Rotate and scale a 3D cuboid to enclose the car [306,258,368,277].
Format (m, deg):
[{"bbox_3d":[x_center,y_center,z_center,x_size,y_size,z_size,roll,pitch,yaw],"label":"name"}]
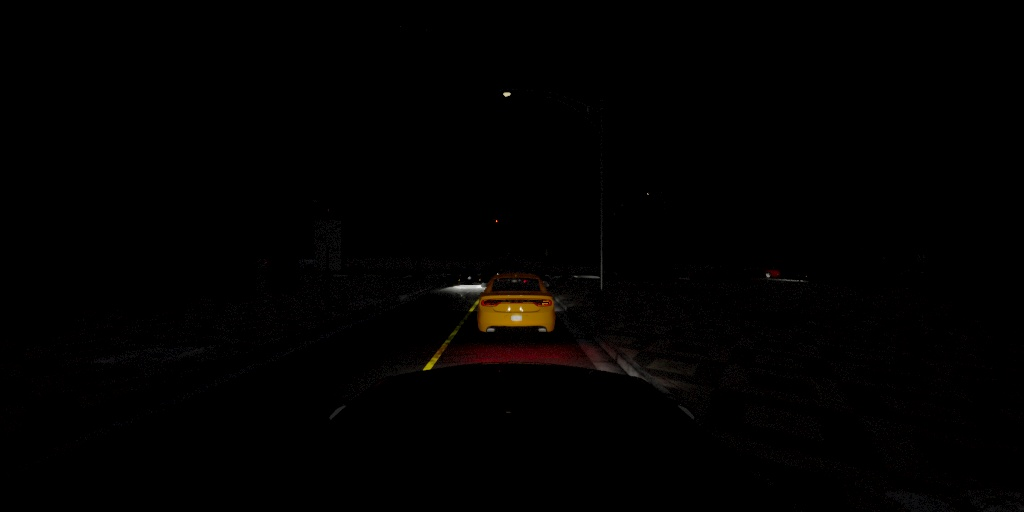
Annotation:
[{"bbox_3d":[-14.767,1.115,30.905,4.403,1.370,2.007,0,0,0],"label":"car"}]

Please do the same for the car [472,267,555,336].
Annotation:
[{"bbox_3d":[0.103,1.227,10.430,1.882,1.535,5.008,0,0,0],"label":"car"}]

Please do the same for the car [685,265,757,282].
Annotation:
[{"bbox_3d":[17.953,1.568,30.981,4.829,1.417,1.751,0,0,0],"label":"car"}]

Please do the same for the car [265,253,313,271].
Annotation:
[{"bbox_3d":[-20.042,0.714,33.663,5.566,2.045,2.150,0,0,0],"label":"car"}]

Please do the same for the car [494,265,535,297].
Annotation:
[{"bbox_3d":[0.110,1.296,20.257,2.033,1.411,5.357,0,0,0],"label":"car"}]

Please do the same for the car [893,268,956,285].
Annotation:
[{"bbox_3d":[34.714,1.861,30.970,4.507,1.381,1.888,0,0,0],"label":"car"}]

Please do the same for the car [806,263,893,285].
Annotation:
[{"bbox_3d":[29.070,1.538,30.974,5.009,1.841,2.192,0,0,0],"label":"car"}]

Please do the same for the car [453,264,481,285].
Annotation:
[{"bbox_3d":[-3.295,1.311,26.387,1.994,1.385,4.181,0,0,-12],"label":"car"}]

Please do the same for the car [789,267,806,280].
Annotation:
[{"bbox_3d":[31.882,1.770,36.821,4.892,1.490,1.837,1,0,0],"label":"car"}]

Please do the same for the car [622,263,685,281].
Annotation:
[{"bbox_3d":[12.141,1.522,30.985,4.313,1.339,1.948,0,0,0],"label":"car"}]

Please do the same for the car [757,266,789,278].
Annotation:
[{"bbox_3d":[29.083,1.763,39.499,4.507,1.381,1.888,0,0,0],"label":"car"}]

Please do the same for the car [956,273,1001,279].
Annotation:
[{"bbox_3d":[40.364,1.993,30.967,4.207,1.307,1.802,0,0,0],"label":"car"}]

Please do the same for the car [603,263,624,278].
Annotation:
[{"bbox_3d":[11.899,1.454,36.843,4.892,1.490,1.837,1,0,0],"label":"car"}]
